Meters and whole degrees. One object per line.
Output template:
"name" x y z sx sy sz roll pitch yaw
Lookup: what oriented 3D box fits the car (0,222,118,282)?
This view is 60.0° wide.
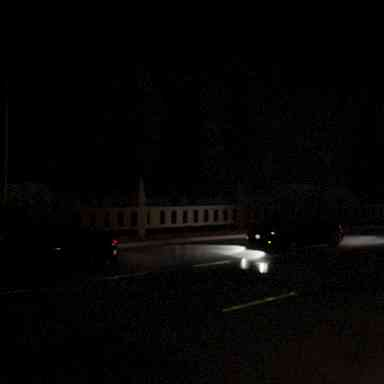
"car" -4.238 1.573 9.371 4.181 1.385 1.994 0 0 -31

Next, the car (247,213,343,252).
"car" 4.441 1.635 14.307 4.181 1.385 1.994 0 0 -26
